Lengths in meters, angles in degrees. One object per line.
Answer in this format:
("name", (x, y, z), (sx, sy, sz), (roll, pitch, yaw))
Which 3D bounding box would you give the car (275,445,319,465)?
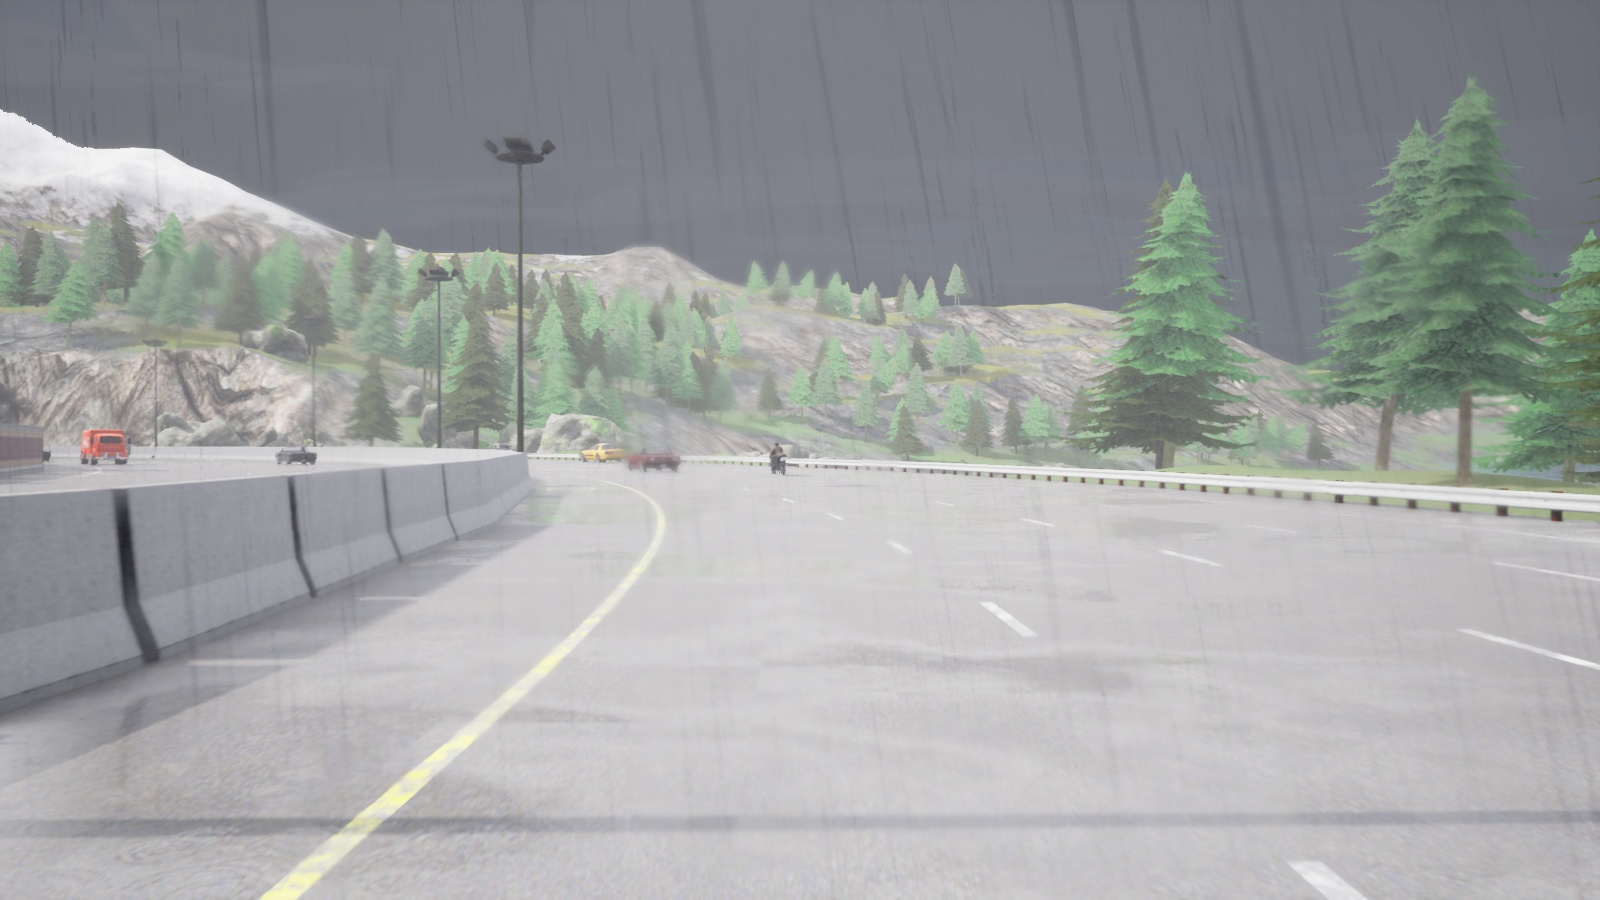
("car", (-34.497, 0.334, 86.096), (1.895, 1.301, 4.718), (0, 0, -34))

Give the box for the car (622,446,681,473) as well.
("car", (-7.796, 0.472, 65.447), (1.895, 1.301, 4.718), (0, 0, -22))

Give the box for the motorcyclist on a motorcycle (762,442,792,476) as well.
("motorcyclist on a motorcycle", (-1.070, 0.404, 57.354), (0.797, 1.523, 2.044), (-1, 1, -18))

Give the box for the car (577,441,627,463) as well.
("car", (-14.938, 0.141, 94.509), (1.801, 1.575, 5.366), (0, 0, -32))

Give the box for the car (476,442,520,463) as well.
("car", (-22.397, 0.169, 93.117), (1.970, 1.475, 3.806), (0, 0, -33))
